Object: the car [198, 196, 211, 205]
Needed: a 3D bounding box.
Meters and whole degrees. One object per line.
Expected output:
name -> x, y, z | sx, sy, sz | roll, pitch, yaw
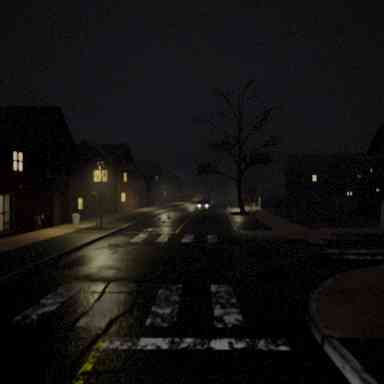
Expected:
car -> 2.241, 1.483, 58.271 | 2.033, 1.411, 5.357 | 0, 0, 9
